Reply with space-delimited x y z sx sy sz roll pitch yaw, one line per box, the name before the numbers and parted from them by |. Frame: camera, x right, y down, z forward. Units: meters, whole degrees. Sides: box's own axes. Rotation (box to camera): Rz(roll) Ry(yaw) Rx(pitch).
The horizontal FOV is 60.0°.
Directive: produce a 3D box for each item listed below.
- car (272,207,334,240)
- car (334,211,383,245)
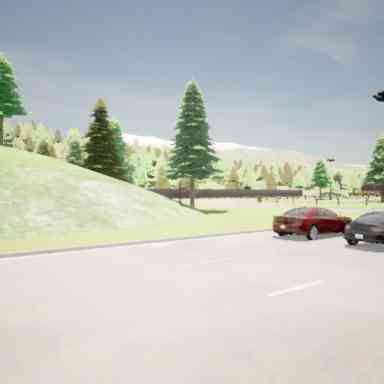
car | 6.236 1.482 16.916 5.008 1.535 1.882 0 0 -35
car | 8.269 1.530 14.066 4.674 1.442 1.812 0 0 -35
